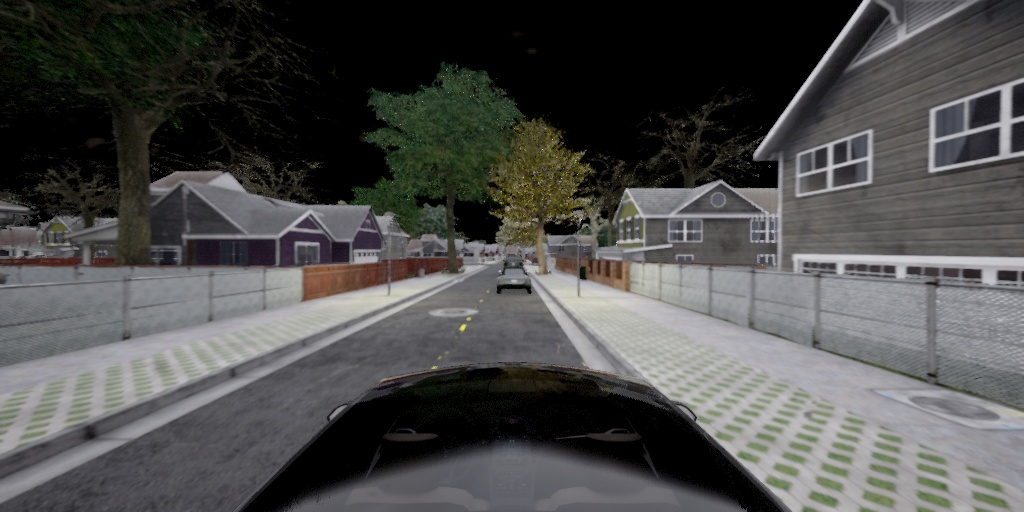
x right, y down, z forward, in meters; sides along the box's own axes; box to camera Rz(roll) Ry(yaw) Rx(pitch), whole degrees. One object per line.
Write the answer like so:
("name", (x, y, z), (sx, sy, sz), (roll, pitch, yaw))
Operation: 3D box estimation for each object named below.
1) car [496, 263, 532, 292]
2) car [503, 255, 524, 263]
("car", (0.120, 1.312, 21.146), (1.994, 1.385, 4.181), (0, 0, 0))
("car", (0.143, 0.960, 39.623), (2.150, 2.045, 5.566), (0, 0, 0))
